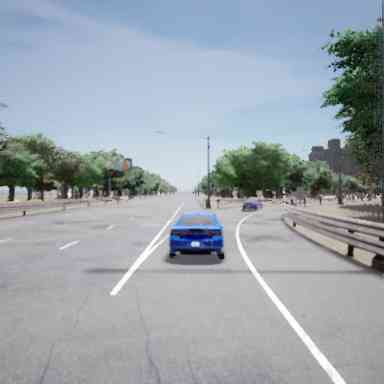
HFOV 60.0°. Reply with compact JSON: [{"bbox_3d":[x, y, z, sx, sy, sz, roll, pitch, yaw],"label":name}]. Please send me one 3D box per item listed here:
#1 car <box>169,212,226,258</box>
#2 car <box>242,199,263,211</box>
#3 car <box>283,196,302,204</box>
[{"bbox_3d":[0.286,1.516,12.963,1.882,1.535,5.008,0,0,4],"label":"car"},{"bbox_3d":[7.805,1.599,42.620,1.812,1.442,4.674,0,0,24],"label":"car"},{"bbox_3d":[17.945,1.419,59.461,2.097,1.767,4.553,0,0,38],"label":"car"}]
